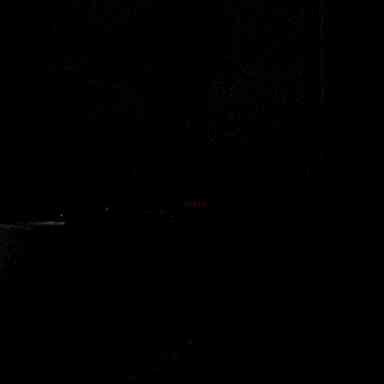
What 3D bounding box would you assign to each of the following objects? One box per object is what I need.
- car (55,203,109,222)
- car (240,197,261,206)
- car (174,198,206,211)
[{"bbox_3d":[-8.666,1.547,26.458,1.994,1.385,4.181,0,0,32],"label":"car"},{"bbox_3d":[9.824,1.585,55.570,2.033,1.411,5.357,0,0,32],"label":"car"},{"bbox_3d":[-0.213,1.460,39.845,1.882,1.535,5.008,0,0,32],"label":"car"}]
